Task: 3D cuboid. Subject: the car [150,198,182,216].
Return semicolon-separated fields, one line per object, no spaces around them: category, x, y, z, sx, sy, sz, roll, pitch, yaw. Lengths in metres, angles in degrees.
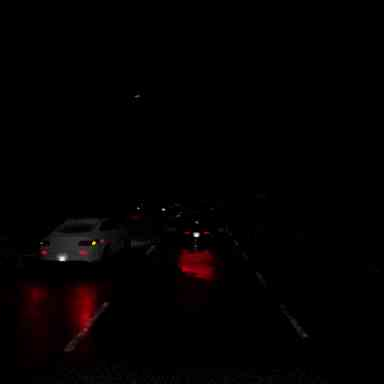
car;-2.440;1.561;32.061;1.994;1.385;4.181;0;0;4

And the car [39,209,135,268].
car;-3.368;1.520;11.097;1.812;1.442;4.674;0;0;1

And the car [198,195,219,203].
car;2.599;1.503;50.048;2.128;1.511;4.902;0;0;6

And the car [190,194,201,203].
car;0.727;1.560;63.888;2.033;1.411;5.357;0;0;8

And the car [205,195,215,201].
car;4.909;1.520;89.607;1.882;1.535;5.008;0;0;11

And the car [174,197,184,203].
car;-2.693;1.608;64.853;1.895;1.301;4.718;0;0;8

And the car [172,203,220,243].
car;0.267;1.509;16.149;1.837;1.490;4.892;0;0;2

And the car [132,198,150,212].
car;-5.521;1.499;38.016;1.837;1.490;4.892;0;0;5

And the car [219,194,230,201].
car;8.491;1.528;89.674;1.882;1.535;5.008;0;0;11
